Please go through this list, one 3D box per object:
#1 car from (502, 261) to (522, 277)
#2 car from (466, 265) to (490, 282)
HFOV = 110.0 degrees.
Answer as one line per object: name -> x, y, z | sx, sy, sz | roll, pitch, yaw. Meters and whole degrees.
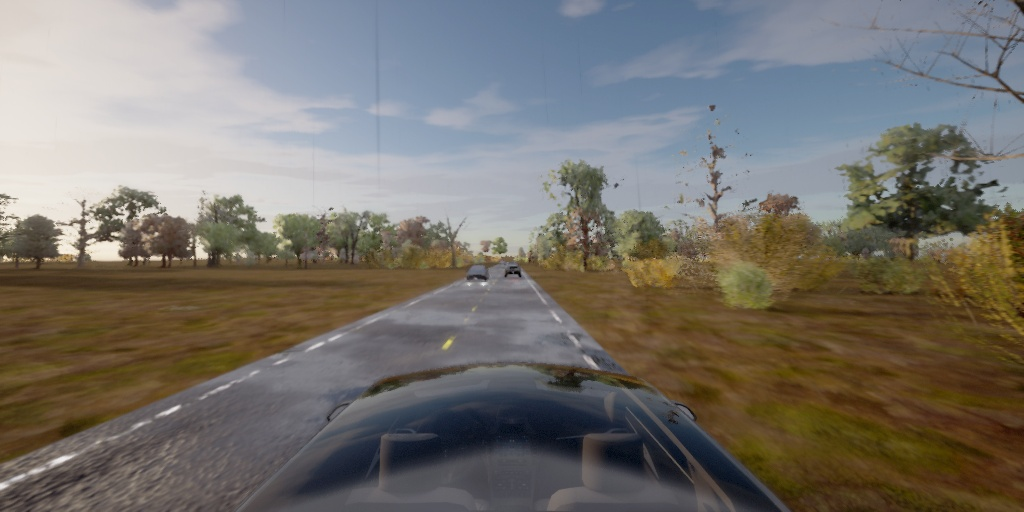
car -> 0.099, 1.580, 40.949 | 1.837, 1.490, 4.892 | 0, -1, 0
car -> -3.085, 1.576, 33.316 | 2.033, 1.411, 5.357 | 0, -1, 0
